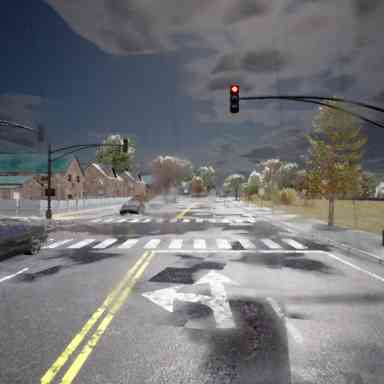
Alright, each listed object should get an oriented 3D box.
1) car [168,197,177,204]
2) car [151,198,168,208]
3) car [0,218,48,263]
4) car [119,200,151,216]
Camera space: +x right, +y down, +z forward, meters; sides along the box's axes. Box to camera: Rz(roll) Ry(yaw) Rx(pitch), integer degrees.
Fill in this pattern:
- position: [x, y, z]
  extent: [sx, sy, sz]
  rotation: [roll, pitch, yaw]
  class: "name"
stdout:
- position: [-4.108, 1.658, 67.020]
  extent: [1.812, 1.442, 4.674]
  rotation: [0, 0, 4]
  class: "car"
- position: [-5.208, 1.613, 49.230]
  extent: [1.812, 1.442, 4.674]
  rotation: [0, 0, 3]
  class: "car"
- position: [-6.442, 1.556, 10.427]
  extent: [2.033, 1.411, 5.357]
  rotation: [0, 0, 1]
  class: "car"
- position: [-5.904, 1.593, 33.763]
  extent: [2.033, 1.411, 5.357]
  rotation: [0, 0, 2]
  class: "car"
